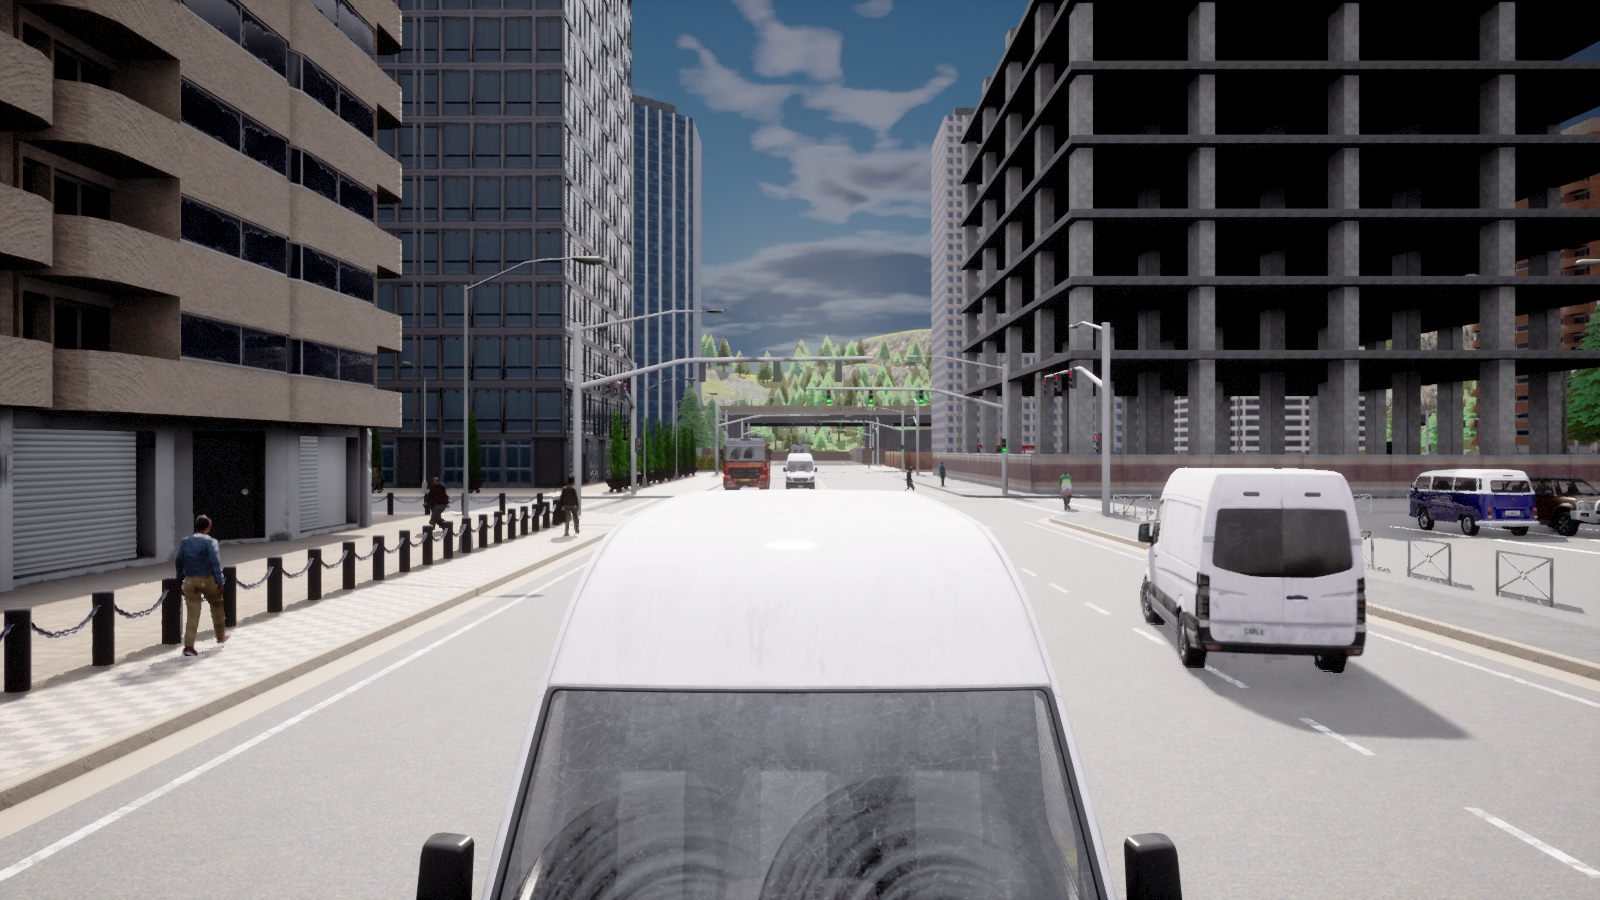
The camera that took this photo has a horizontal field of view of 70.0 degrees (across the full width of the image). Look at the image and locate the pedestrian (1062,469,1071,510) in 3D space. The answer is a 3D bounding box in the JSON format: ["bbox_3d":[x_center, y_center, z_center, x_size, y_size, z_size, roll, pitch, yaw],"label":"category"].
[{"bbox_3d":[12.104,1.793,51.916,0.375,1.860,0.375,0,0,7],"label":"pedestrian"}]

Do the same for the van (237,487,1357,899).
[{"bbox_3d":[-0.002,1.534,4.985,1.988,2.561,5.915,0,0,0],"label":"van"}]

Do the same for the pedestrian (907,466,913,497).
[{"bbox_3d":[6.476,1.849,67.317,0.375,1.860,0.375,0,0,2],"label":"pedestrian"}]

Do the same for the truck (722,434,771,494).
[{"bbox_3d":[-3.496,0.891,77.013,2.891,3.827,8.468,0,0,0],"label":"truck"}]

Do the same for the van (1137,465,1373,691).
[{"bbox_3d":[6.227,1.534,16.440,1.988,2.561,5.915,0,0,10],"label":"van"}]

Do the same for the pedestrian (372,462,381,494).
[{"bbox_3d":[-24.934,1.641,67.257,0.375,1.860,0.375,0,0,1],"label":"pedestrian"}]

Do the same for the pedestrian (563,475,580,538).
[{"bbox_3d":[-6.905,1.697,34.488,0.375,1.860,0.375,0,0,14],"label":"pedestrian"}]

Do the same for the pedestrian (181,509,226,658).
[{"bbox_3d":[-7.657,1.699,14.666,0.375,1.860,0.375,0,0,1],"label":"pedestrian"}]

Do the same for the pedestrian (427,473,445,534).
[{"bbox_3d":[-11.240,1.649,35.330,0.375,1.860,0.375,0,0,24],"label":"pedestrian"}]
